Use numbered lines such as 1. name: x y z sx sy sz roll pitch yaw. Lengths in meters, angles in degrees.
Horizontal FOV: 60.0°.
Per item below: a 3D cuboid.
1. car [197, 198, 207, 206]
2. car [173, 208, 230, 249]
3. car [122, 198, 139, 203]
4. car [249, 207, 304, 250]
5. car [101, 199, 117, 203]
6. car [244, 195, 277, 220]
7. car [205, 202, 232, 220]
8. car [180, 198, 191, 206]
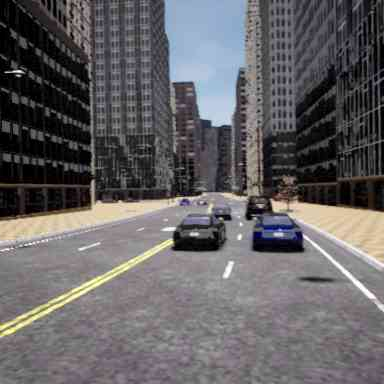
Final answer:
1. car: 1.934 1.850 63.801 2.128 1.511 4.902 -1 0 5
2. car: 0.449 1.655 15.194 1.994 1.385 4.181 -1 0 10
3. car: -15.970 2.254 86.590 4.313 1.339 1.947 -1 0 5
4. car: 3.649 1.598 14.629 1.994 1.385 4.181 -1 0 10
5. car: -21.631 2.327 87.117 4.206 1.307 1.802 -1 0 5
6. car: 5.854 1.299 29.512 2.150 2.045 5.566 -1 0 7
7. car: 2.626 1.690 29.826 2.033 1.411 5.357 -1 0 7
8. car: -1.269 1.943 64.426 1.812 1.442 4.674 -1 0 5
